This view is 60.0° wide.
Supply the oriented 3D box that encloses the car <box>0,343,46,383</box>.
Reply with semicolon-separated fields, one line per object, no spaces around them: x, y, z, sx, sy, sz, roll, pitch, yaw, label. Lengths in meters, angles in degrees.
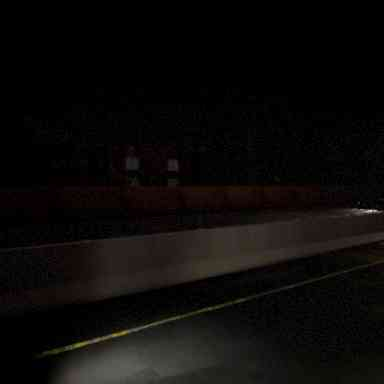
-3.150;1.548;1.498;4.674;1.442;1.812;-1;0;-36;car
